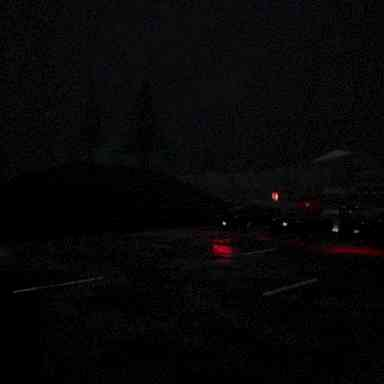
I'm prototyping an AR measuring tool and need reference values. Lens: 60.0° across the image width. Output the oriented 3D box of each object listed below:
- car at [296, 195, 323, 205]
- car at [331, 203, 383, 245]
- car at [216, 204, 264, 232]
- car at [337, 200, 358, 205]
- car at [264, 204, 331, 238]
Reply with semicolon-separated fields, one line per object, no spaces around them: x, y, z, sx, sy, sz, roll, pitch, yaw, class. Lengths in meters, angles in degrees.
11.420;1.257;32.330;2.150;2.045;5.566;0;0;23;car
8.530;1.485;15.538;1.882;1.535;5.008;0;0;44;car
3.506;1.516;20.413;1.837;1.490;4.892;0;0;44;car
14.628;1.495;30.930;2.128;1.511;4.902;0;0;23;car
6.018;1.572;17.975;1.994;1.385;4.181;0;0;44;car
